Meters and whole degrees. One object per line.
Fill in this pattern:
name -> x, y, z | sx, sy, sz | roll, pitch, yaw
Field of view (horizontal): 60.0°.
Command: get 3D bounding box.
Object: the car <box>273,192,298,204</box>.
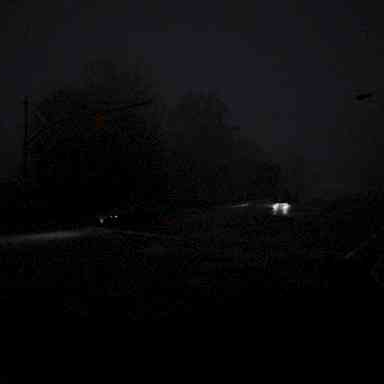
car -> 11.535, 0.652, 40.922 | 1.994, 1.385, 4.181 | 1, 3, 36

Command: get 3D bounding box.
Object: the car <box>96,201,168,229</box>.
car -> -3.504, 1.301, 20.121 | 2.128, 1.511, 4.902 | 1, 1, 36
